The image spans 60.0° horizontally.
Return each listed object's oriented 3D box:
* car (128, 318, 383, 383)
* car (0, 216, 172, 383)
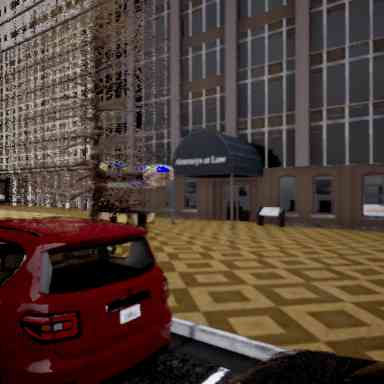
[{"bbox_3d":[1.965,1.563,1.505,4.313,1.339,1.947,0,0,35],"label":"car"},{"bbox_3d":[-2.571,1.275,4.680,5.009,1.841,2.192,0,0,35],"label":"car"}]
